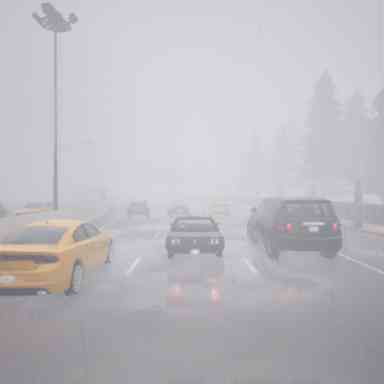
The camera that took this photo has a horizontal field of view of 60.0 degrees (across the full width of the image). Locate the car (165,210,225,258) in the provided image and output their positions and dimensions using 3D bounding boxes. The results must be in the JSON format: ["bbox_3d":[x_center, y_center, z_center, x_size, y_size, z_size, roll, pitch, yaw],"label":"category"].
[{"bbox_3d":[0.075,1.557,12.568,1.895,1.301,4.718,0,0,-1],"label":"car"}]

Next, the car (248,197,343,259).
[{"bbox_3d":[3.575,1.179,12.533,2.150,2.045,5.566,0,0,-1],"label":"car"}]

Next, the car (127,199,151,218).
[{"bbox_3d":[-4.656,1.391,29.188,2.128,1.511,4.902,0,0,-8],"label":"car"}]

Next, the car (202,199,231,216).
[{"bbox_3d":[2.181,1.372,30.775,1.882,1.535,5.008,0,0,-8],"label":"car"}]

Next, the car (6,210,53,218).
[{"bbox_3d":[-11.213,1.395,24.104,1.882,1.535,5.008,0,0,-6],"label":"car"}]

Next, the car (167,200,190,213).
[{"bbox_3d":[-1.292,1.422,30.274,1.812,1.442,4.674,0,0,-8],"label":"car"}]

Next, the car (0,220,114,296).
[{"bbox_3d":[-3.400,1.448,8.624,1.882,1.535,5.008,0,0,0],"label":"car"}]
